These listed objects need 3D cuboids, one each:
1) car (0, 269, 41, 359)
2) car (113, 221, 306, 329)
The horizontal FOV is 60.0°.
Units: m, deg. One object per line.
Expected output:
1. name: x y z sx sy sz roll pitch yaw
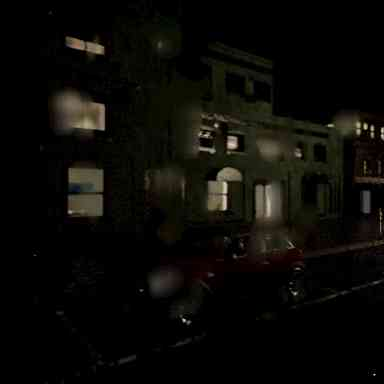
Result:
1. car: -4.030 1.559 3.690 4.313 1.339 1.947 0 0 -35
2. car: 0.469 1.463 6.898 4.097 1.590 1.967 0 0 -35
